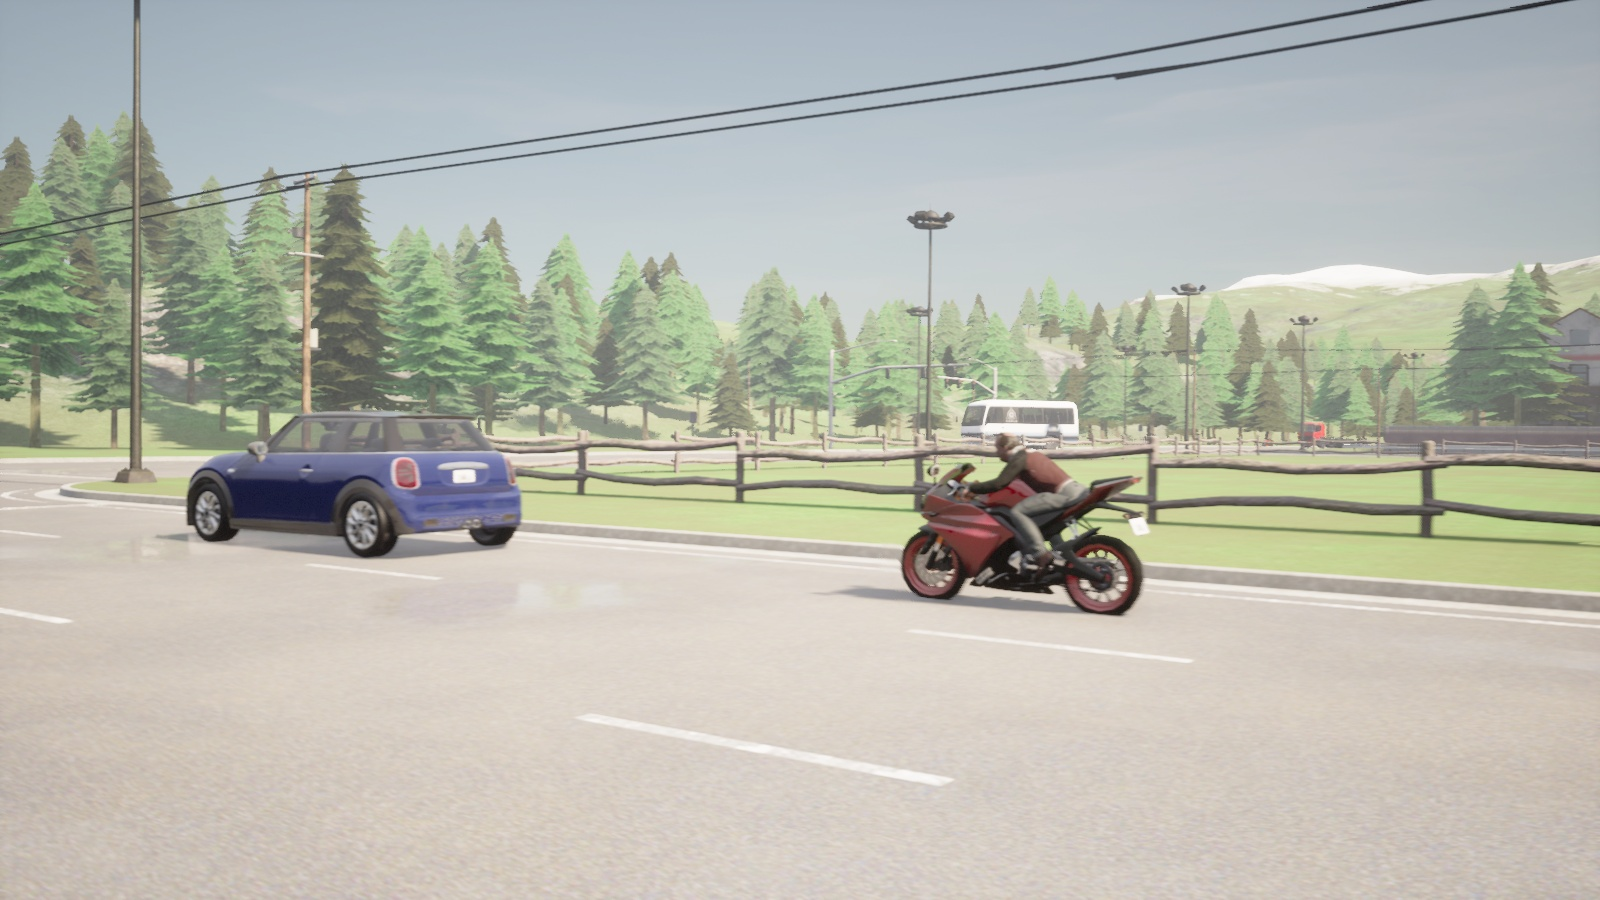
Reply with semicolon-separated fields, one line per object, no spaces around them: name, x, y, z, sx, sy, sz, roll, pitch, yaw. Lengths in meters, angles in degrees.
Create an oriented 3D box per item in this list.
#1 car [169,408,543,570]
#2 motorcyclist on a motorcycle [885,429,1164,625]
car;-5.629;0.403;15.763;4.553;1.767;2.097;0;1;34
motorcyclist on a motorcycle;1.899;0.595;10.765;2.191;1.530;0.866;0;1;34
